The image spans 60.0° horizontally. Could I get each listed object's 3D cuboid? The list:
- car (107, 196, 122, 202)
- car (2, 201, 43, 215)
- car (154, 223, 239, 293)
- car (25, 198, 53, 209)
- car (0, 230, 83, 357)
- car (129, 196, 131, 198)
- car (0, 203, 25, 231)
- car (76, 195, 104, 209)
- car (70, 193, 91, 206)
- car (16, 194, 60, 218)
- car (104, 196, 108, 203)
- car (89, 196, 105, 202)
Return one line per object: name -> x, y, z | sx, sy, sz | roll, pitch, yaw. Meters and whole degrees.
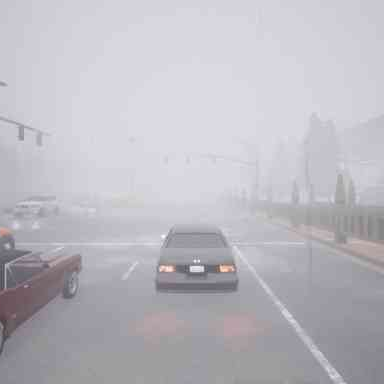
car -> -14.116, 1.601, 63.209 | 1.895, 1.301, 4.718 | 0, 0, 0
car -> -17.638, 1.601, 34.850 | 1.895, 1.301, 4.718 | 0, 0, 0
car -> 0.090, 1.547, 8.994 | 2.033, 1.411, 5.357 | 0, 0, 0
car -> -21.144, 1.564, 46.168 | 1.994, 1.385, 4.181 | 0, 0, 0
car -> -3.406, 1.601, 5.537 | 1.895, 1.301, 4.718 | 0, 0, 0
car -> -14.086, 1.534, 78.437 | 2.033, 1.411, 5.357 | 0, 0, 0
car -> -6.910, 1.352, 9.201 | 2.097, 1.767, 4.553 | 0, 0, 0
car -> -14.148, 1.526, 46.288 | 1.812, 1.442, 4.674 | 0, 0, 0
car -> -17.648, 1.219, 53.599 | 2.150, 2.045, 5.566 | 0, 0, 0
car -> -14.136, 1.220, 30.710 | 2.150, 2.045, 5.566 | 0, 0, 0
car -> -17.574, 1.524, 67.355 | 1.812, 1.442, 4.674 | 0, 0, 0
car -> -21.081, 1.540, 73.813 | 2.033, 1.411, 5.357 | 0, 0, 0
